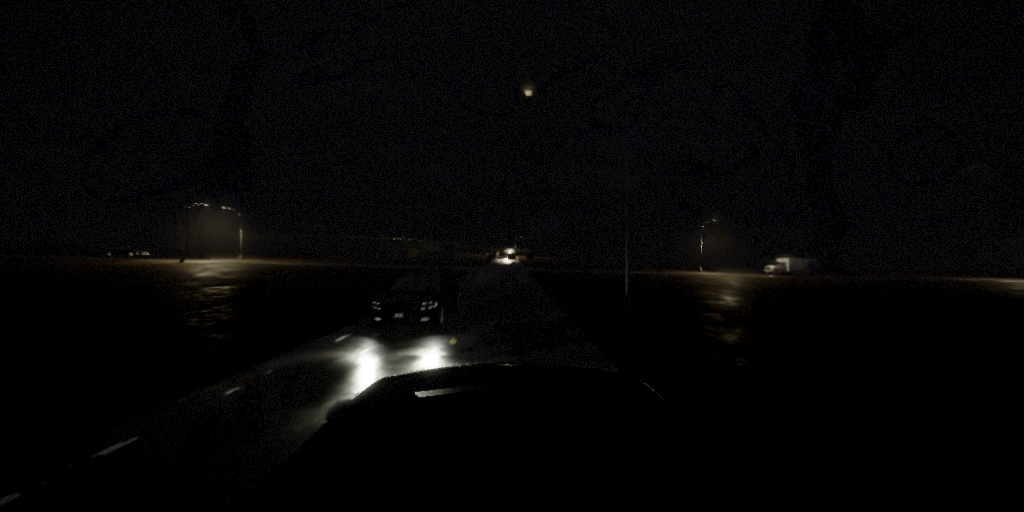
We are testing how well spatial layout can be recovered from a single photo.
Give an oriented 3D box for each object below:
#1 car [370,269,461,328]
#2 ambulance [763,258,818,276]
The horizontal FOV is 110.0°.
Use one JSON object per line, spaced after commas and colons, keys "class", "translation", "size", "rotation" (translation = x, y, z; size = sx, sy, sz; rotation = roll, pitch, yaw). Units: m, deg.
{"class": "car", "translation": [-2.841, 1.219, 11.502], "size": [1.882, 1.535, 5.008], "rotation": [0, 0, 0]}
{"class": "ambulance", "translation": [39.412, 1.539, 50.900], "size": [6.366, 2.431, 2.351], "rotation": [1, 1, 0]}
